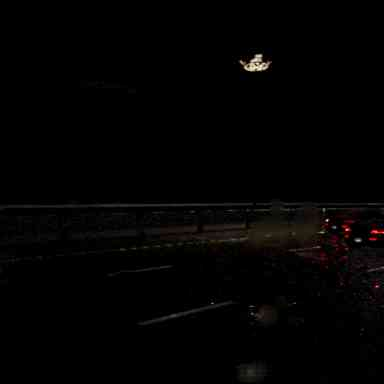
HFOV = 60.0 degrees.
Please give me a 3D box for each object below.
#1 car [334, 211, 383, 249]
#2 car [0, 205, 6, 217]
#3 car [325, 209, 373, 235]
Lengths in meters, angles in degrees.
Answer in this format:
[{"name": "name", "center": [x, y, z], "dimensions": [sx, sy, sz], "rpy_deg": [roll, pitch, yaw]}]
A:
[{"name": "car", "center": [8.195, 1.641, 13.619], "dimensions": [4.674, 1.442, 1.812], "rpy_deg": [1, 0, -31]}, {"name": "car", "center": [-15.573, 1.216, 23.045], "dimensions": [4.553, 1.767, 2.097], "rpy_deg": [1, 0, -36]}, {"name": "car", "center": [9.395, 1.663, 18.379], "dimensions": [4.674, 1.442, 1.812], "rpy_deg": [1, 0, -30]}]
